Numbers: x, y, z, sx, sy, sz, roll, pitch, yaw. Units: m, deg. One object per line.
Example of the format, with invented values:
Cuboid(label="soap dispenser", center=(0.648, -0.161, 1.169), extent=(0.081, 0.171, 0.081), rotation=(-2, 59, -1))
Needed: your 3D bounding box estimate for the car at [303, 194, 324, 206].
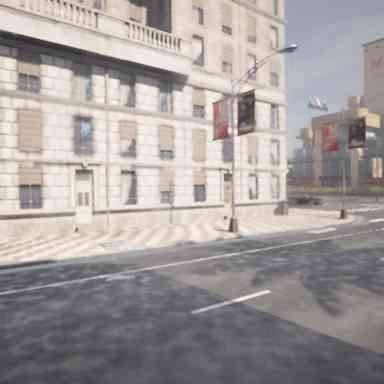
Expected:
Cuboid(label="car", center=(14.074, 0.965, 41.896), extent=(1.882, 1.535, 5.008), rotation=(-1, 1, -36))

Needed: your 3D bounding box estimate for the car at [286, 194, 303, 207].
Cuboid(label="car", center=(10.757, 1.101, 40.500), extent=(1.994, 1.385, 4.181), rotation=(-1, 1, -36))
